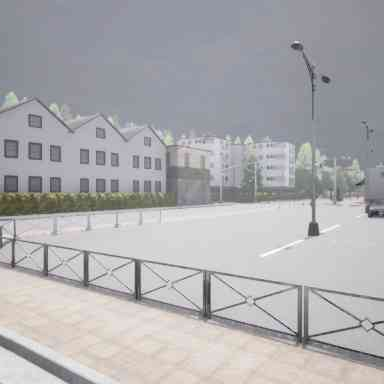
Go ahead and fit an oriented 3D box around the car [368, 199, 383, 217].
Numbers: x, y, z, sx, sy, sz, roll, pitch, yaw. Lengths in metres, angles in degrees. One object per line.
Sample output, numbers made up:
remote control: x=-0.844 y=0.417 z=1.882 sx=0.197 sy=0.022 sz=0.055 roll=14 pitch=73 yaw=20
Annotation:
car: x=15.450 y=1.298 z=26.786 sx=2.007 sy=1.523 sz=4.514 roll=0 pitch=0 yaw=35
